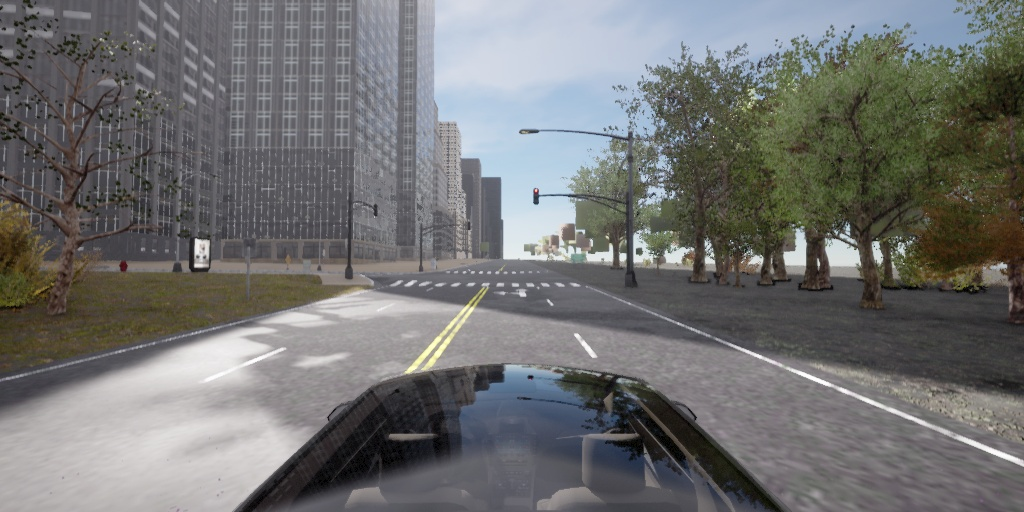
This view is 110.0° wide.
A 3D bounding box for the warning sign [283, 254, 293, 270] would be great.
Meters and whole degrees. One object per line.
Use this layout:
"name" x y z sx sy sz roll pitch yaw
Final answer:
"warning sign" -26.161 0.723 41.841 1.060 1.860 1.300 0 0 -4
